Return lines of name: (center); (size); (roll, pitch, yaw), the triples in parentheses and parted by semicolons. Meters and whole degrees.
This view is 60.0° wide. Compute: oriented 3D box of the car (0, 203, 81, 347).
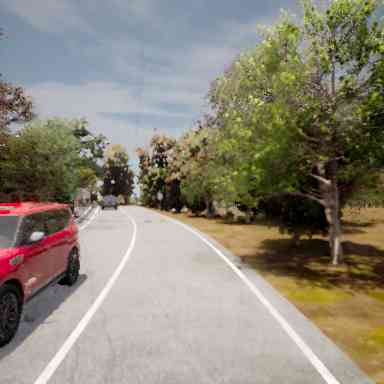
car: (-3.906, 1.279, 6.685); (2.150, 2.045, 5.566); (0, 0, -3)

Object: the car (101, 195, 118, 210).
car: (-11.820, 1.518, 47.697); (2.150, 2.045, 5.566); (1, -1, -14)
